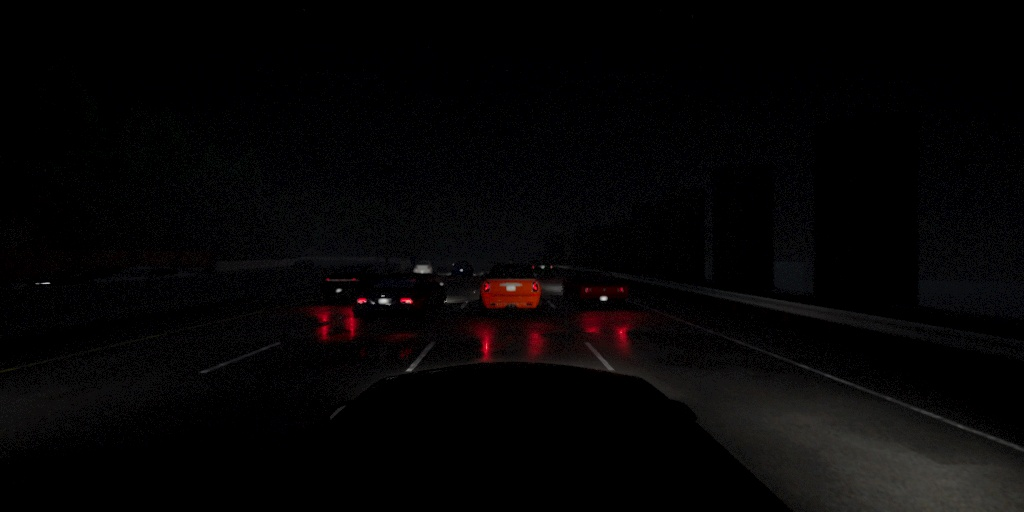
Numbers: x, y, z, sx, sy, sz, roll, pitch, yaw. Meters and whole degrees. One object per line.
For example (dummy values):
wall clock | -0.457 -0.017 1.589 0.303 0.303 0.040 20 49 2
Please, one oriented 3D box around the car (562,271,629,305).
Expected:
car | 3.406 1.301 15.671 1.895 1.301 4.718 0 0 -1

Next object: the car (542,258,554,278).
car | 2.437 0.994 32.867 2.097 1.767 4.553 0 0 -5

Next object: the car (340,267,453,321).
car | -3.530 1.264 12.234 2.033 1.411 5.357 0 0 -1

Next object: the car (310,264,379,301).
car | -7.133 1.195 17.079 2.128 1.511 4.902 0 0 -1

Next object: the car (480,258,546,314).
car | -0.065 1.061 13.758 2.097 1.767 4.553 0 0 -1

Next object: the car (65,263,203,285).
car | -17.866 1.235 17.446 1.812 1.442 4.674 0 0 -1

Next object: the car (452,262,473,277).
car | -4.678 1.208 33.755 1.994 1.385 4.181 0 0 -6

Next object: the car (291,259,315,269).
car | -28.271 1.135 48.747 1.812 1.442 4.674 0 0 -11

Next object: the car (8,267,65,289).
car | -21.383 1.202 17.887 2.128 1.511 4.902 0 0 -2

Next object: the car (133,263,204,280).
car | -29.149 1.273 30.714 1.895 1.301 4.718 0 0 -6

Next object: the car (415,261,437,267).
car | -8.258 1.171 34.327 1.812 1.442 4.674 0 0 -6
